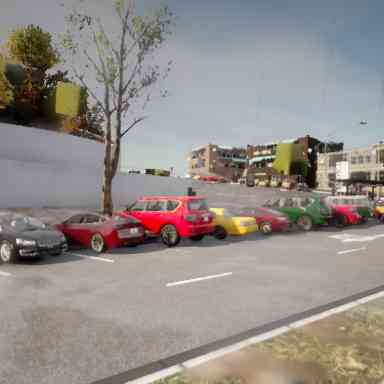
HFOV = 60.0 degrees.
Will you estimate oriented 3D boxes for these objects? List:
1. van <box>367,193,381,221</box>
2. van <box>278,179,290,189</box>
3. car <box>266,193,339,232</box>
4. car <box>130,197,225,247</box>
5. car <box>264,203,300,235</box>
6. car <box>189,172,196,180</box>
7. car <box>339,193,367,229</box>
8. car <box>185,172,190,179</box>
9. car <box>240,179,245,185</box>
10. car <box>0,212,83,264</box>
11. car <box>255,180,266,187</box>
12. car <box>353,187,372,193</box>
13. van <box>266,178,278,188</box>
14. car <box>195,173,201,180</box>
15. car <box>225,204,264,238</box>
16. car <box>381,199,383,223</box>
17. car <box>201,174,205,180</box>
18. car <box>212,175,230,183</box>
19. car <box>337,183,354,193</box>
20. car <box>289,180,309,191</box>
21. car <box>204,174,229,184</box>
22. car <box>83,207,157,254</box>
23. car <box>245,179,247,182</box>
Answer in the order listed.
[{"bbox_3d":[10.785,1.294,23.977,4.442,1.987,1.878,-1,-1,35],"label":"van"},{"bbox_3d":[19.431,-1.494,66.439,1.878,1.987,4.442,7,4,35],"label":"van"},{"bbox_3d":[5.732,1.259,20.604,5.566,2.045,2.435,-1,-1,35],"label":"car"},{"bbox_3d":[-1.622,1.245,15.392,5.566,2.045,2.435,-1,-1,35],"label":"car"},{"bbox_3d":[3.304,1.545,18.846,4.674,1.452,2.002,-1,-1,35],"label":"car"},{"bbox_3d":[2.078,-4.090,91.133,2.185,1.767,4.553,4,1,33],"label":"car"},{"bbox_3d":[8.246,1.264,22.308,5.566,2.045,2.435,-1,-1,35],"label":"car"},{"bbox_3d":[0.307,-4.367,93.481,2.435,2.045,5.566,1,-1,34],"label":"car"},{"bbox_3d":[12.556,-2.321,76.426,2.002,1.452,4.674,7,3,35],"label":"car"},{"bbox_3d":[-6.488,1.490,11.902,4.892,1.521,2.231,-1,-1,35],"label":"car"},{"bbox_3d":[16.129,-1.815,71.642,1.946,1.575,5.366,7,3,35],"label":"car"},{"bbox_3d":[28.090,0.134,54.218,2.002,1.452,4.674,7,3,35],"label":"car"},{"bbox_3d":[17.702,-1.767,68.911,1.878,1.987,4.442,7,4,35],"label":"van"},{"bbox_3d":[3.808,-3.855,88.663,2.185,1.767,4.553,6,3,34],"label":"car"},{"bbox_3d":[0.698,1.500,17.219,5.366,1.575,1.946,-1,-1,35],"label":"car"},{"bbox_3d":[13.194,1.401,25.727,4.553,1.767,2.185,-1,-1,35],"label":"car"},{"bbox_3d":[5.601,-3.703,86.197,2.435,2.045,5.566,7,3,34],"label":"car"},{"bbox_3d":[7.452,-3.180,83.937,1.946,1.575,5.366,7,3,34],"label":"car"},{"bbox_3d":[26.399,-0.429,56.690,2.435,2.045,5.566,7,3,35],"label":"car"},{"bbox_3d":[21.190,-0.995,64.077,2.231,1.521,4.892,7,3,35],"label":"car"},{"bbox_3d":[5.476,-2.676,70.849,1.882,1.535,5.008,2,4,-36],"label":"car"},{"bbox_3d":[-4.068,1.521,13.648,4.792,1.488,2.163,-1,-1,35],"label":"car"},{"bbox_3d":[14.298,-2.047,73.963,2.002,1.452,4.674,7,4,35],"label":"car"}]
